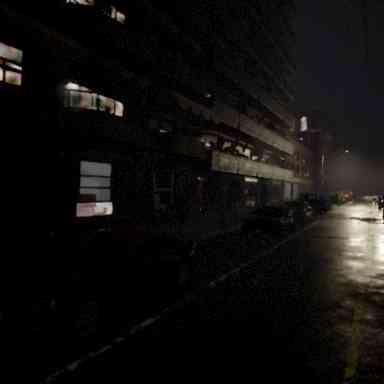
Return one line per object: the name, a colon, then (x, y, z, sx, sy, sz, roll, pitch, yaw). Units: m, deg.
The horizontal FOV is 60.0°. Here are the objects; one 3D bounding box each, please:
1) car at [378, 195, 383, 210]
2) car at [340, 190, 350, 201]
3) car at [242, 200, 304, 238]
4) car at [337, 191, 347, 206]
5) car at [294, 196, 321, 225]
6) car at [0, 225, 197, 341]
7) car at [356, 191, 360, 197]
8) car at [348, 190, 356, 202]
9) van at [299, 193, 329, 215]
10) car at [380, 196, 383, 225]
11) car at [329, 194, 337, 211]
car: (20.136, 0.935, 33.701, 2.097, 1.767, 4.553, 1, 1, 29)
car: (19.957, 0.896, 45.297, 1.752, 1.417, 4.829, 2, 2, 29)
car: (3.883, 1.301, 16.195, 1.947, 1.339, 4.313, 2, 2, 29)
car: (17.346, 0.980, 40.570, 2.008, 1.369, 4.403, 2, 2, 29)
car: (6.576, 1.225, 21.069, 2.008, 1.369, 4.403, 2, 2, 29)
car: (-1.501, 1.403, 6.443, 1.887, 1.381, 4.507, 2, 2, 29)
car: (33.500, 0.612, 69.823, 1.887, 1.381, 4.507, 2, 2, 29)
car: (25.429, 0.563, 55.191, 2.192, 1.841, 5.009, 2, 2, 29)
van: (9.274, 0.954, 25.940, 1.690, 1.788, 3.998, 2, 2, 29)
car: (13.147, 1.247, 21.058, 1.837, 1.490, 4.892, 1, 1, 29)
car: (11.880, 1.079, 30.671, 1.752, 1.417, 4.829, 2, 2, 29)
